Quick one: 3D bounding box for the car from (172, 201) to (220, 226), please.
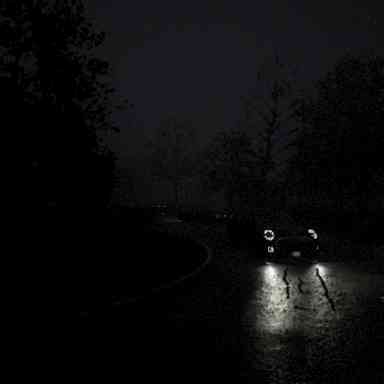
[{"bbox_3d":[0.905,1.649,24.728,2.033,1.411,5.357,1,0,-33],"label":"car"}]

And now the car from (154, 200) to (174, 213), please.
[{"bbox_3d":[-2.903,1.712,40.370,2.033,1.411,5.357,0,0,20],"label":"car"}]

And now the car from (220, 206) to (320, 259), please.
[{"bbox_3d":[2.876,1.392,12.747,2.097,1.767,4.553,0,0,-12],"label":"car"}]
